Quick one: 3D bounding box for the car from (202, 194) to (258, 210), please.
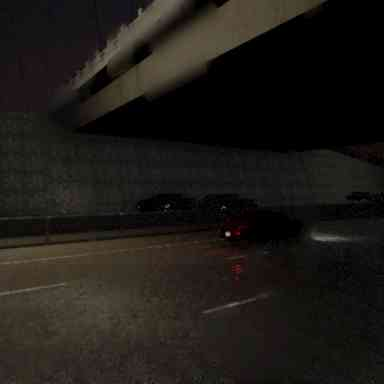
[{"bbox_3d":[3.485,1.319,27.978,4.553,1.767,2.097,0,0,-35],"label":"car"}]

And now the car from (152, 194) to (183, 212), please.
[{"bbox_3d":[-1.268,1.320,33.186,4.553,1.767,2.097,0,0,-35],"label":"car"}]

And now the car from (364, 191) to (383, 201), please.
[{"bbox_3d":[31.945,0.869,56.808,4.553,1.767,2.097,0,0,-36],"label":"car"}]

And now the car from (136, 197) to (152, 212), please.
[{"bbox_3d":[-3.271,1.191,36.056,5.566,2.045,2.150,0,0,-36],"label":"car"}]

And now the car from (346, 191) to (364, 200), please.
[{"bbox_3d":[29.860,0.739,59.619,5.566,2.045,2.150,0,0,-36],"label":"car"}]

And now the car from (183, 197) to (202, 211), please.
[{"bbox_3d":[2.289,1.186,31.426,5.566,2.045,2.150,0,0,-36],"label":"car"}]

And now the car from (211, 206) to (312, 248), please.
[{"bbox_3d":[3.310,1.506,14.725,4.674,1.442,1.812,0,0,-36],"label":"car"}]
